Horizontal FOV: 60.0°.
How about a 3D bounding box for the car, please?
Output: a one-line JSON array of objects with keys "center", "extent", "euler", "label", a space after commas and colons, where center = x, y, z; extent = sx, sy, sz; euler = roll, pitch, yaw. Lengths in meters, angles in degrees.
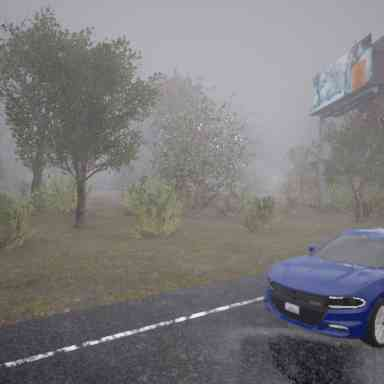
[{"center": [3.561, 1.485, 6.465], "extent": [5.008, 1.535, 1.882], "euler": [0, 0, -35], "label": "car"}]
